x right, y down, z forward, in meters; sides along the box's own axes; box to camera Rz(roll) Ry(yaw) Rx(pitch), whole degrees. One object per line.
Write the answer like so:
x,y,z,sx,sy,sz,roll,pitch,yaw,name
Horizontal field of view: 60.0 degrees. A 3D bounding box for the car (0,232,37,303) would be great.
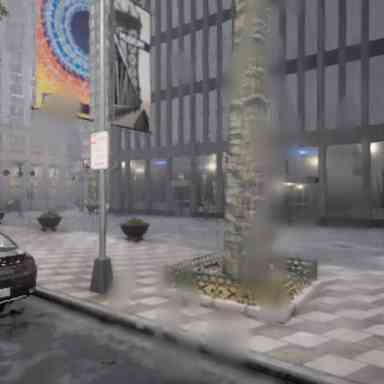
-5.231,1.470,7.094,4.892,1.521,2.231,0,0,36,car
